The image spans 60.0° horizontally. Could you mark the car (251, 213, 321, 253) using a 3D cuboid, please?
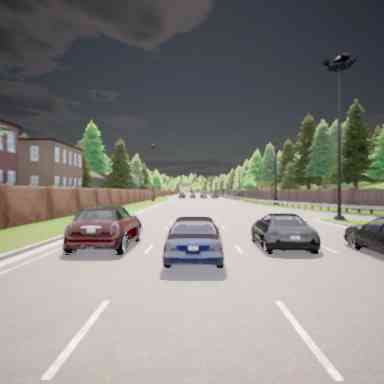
[{"bbox_3d":[3.630,1.543,13.519,1.994,1.385,4.181,0,0,1],"label":"car"}]

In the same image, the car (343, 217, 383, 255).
[{"bbox_3d":[7.077,1.529,11.217,2.033,1.411,5.357,0,0,1],"label":"car"}]

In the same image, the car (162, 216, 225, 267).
[{"bbox_3d":[0.077,1.529,11.293,2.033,1.411,5.357,0,0,1],"label":"car"}]

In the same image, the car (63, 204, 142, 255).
[{"bbox_3d":[-3.374,1.330,13.391,2.097,1.767,4.553,0,0,1],"label":"car"}]
